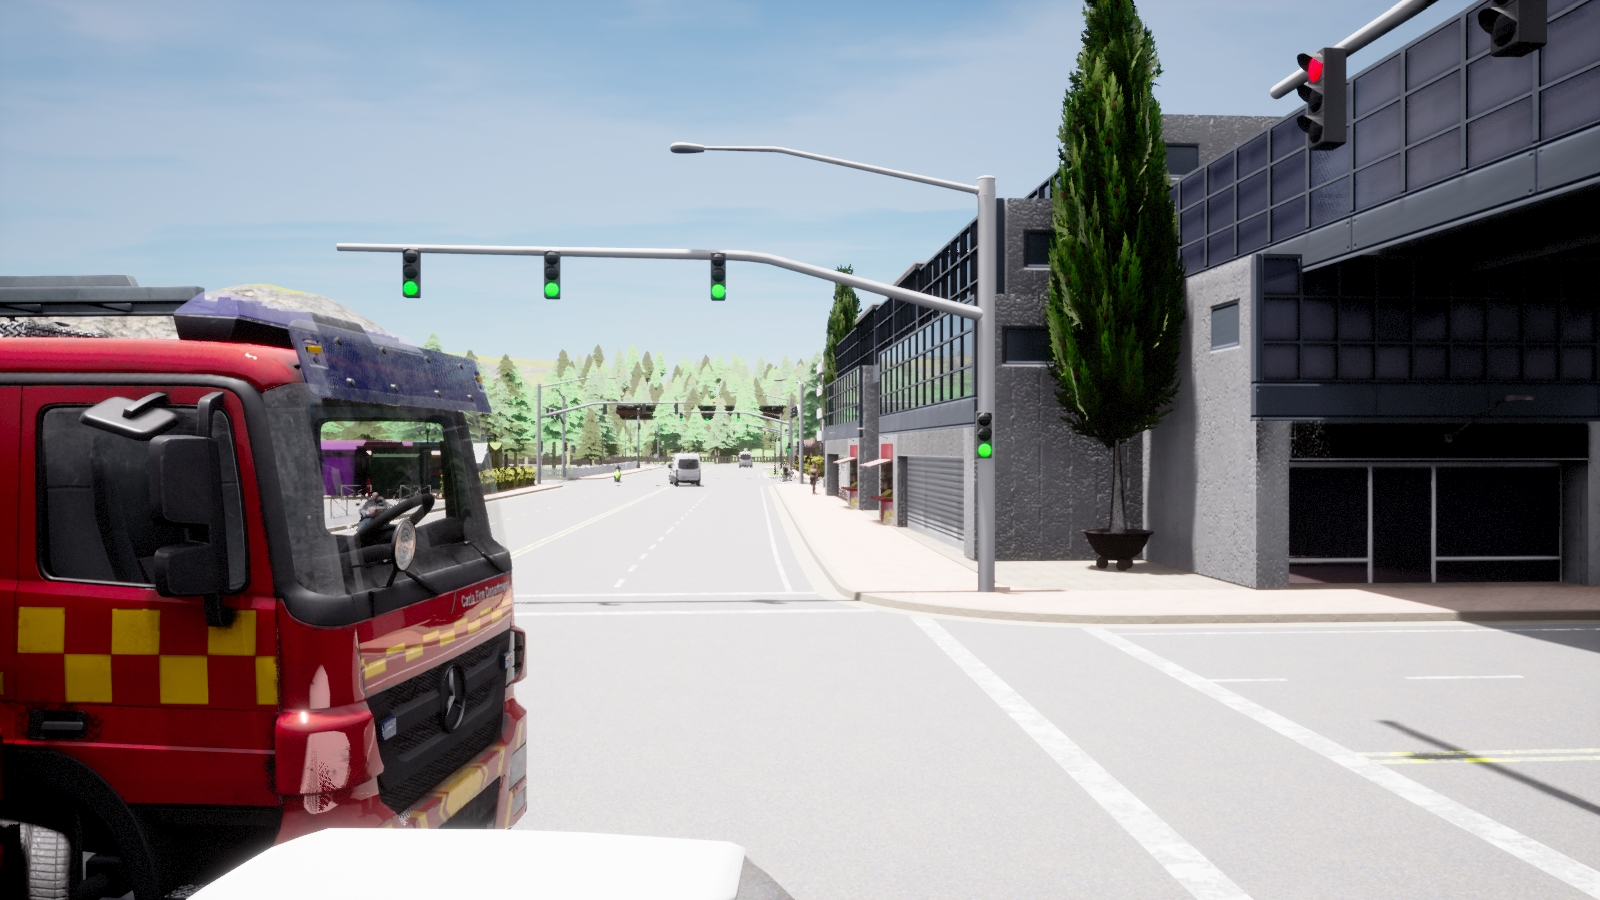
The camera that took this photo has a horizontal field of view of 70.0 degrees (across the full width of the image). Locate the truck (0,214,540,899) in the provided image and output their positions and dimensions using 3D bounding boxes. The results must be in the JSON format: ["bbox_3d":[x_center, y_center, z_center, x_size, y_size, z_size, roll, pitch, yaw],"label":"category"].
[{"bbox_3d":[-6.102,0.890,6.659,8.468,3.827,2.891,0,0,4],"label":"truck"}]

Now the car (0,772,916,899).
[{"bbox_3d":[-1.549,2.065,3.579,3.806,1.475,1.970,0,0,5],"label":"car"}]

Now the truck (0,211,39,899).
[{"bbox_3d":[-7.587,0.890,3.490,8.468,3.827,2.891,0,0,-3],"label":"truck"}]

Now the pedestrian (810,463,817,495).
[{"bbox_3d":[0.805,1.696,67.375,0.375,1.860,0.375,0,0,1],"label":"pedestrian"}]
